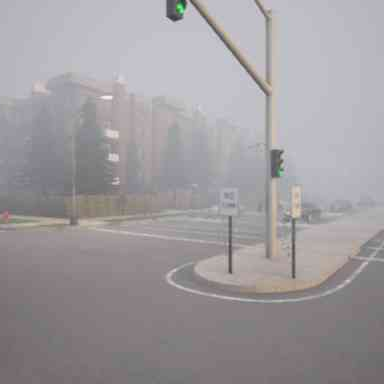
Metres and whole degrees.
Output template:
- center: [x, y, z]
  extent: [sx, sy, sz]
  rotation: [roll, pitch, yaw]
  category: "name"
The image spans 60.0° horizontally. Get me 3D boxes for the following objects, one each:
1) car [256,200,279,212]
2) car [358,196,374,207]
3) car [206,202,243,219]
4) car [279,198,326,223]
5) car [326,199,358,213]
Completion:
- center: [9.171, 1.555, 38.939]
  extent: [1.812, 1.442, 4.674]
  rotation: [0, 0, 35]
  category: "car"
- center: [27.510, 1.435, 52.736]
  extent: [2.097, 1.767, 4.553]
  rotation: [0, 0, 35]
  category: "car"
- center: [3.055, 1.554, 30.225]
  extent: [1.812, 1.442, 4.674]
  rotation: [0, 0, 35]
  category: "car"
- center: [8.794, 1.520, 26.218]
  extent: [1.837, 1.490, 4.892]
  rotation: [0, 0, 35]
  category: "car"
- center: [17.141, 1.507, 38.113]
  extent: [2.128, 1.511, 4.902]
  rotation: [0, 0, 35]
  category: "car"
